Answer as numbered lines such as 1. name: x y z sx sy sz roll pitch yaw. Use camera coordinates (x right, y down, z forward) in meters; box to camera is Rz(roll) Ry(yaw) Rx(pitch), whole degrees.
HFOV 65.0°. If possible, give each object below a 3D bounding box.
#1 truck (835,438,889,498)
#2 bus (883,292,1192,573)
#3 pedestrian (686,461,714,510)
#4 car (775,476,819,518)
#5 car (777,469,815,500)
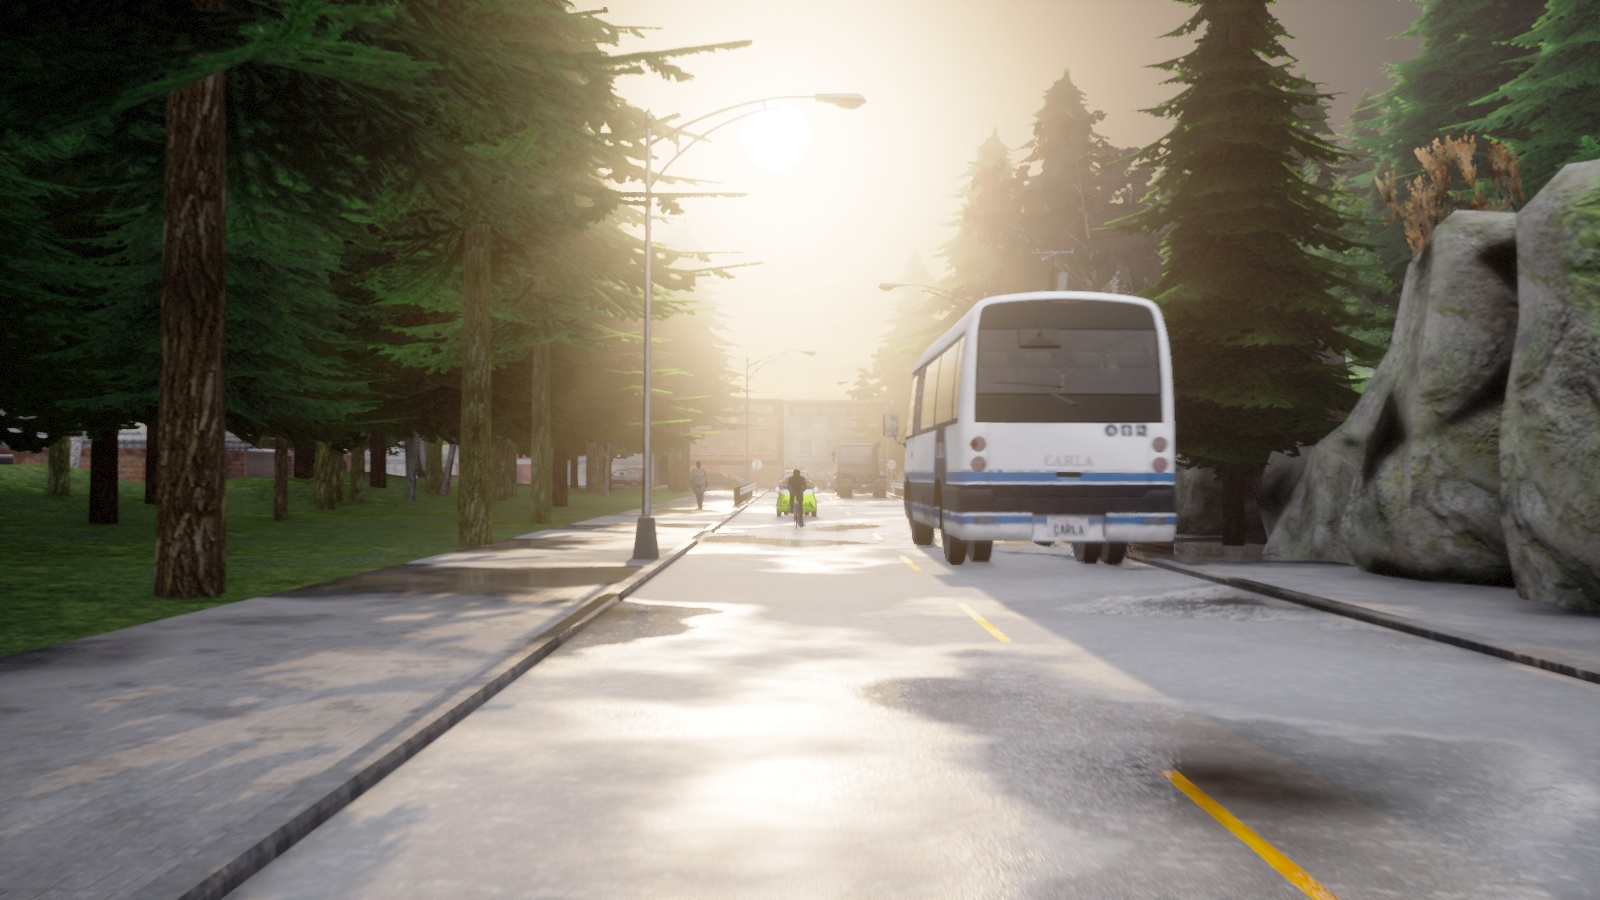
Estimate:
1. truck: 3.725 1.116 77.552 2.891 3.462 7.936 0 -1 0
2. bus: 3.937 -0.173 24.161 3.944 4.253 10.273 0 -1 0
3. pedestrian: -3.777 1.337 47.615 0.874 1.855 0.900 0 -1 8
4. car: -0.102 1.593 43.180 1.481 1.376 2.207 0 -1 0
5. car: -0.225 1.929 70.597 2.033 1.649 4.856 0 -1 0
